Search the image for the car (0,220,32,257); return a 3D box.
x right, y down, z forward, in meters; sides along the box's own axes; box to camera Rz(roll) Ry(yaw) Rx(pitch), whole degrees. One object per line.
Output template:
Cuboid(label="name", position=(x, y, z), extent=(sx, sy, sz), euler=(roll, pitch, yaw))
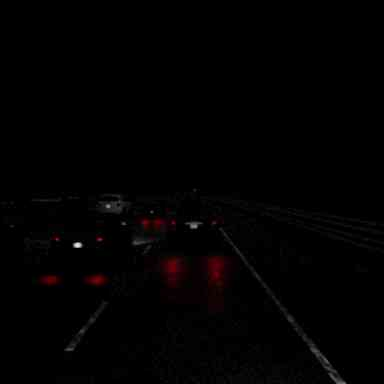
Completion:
Cuboid(label="car", position=(-6.929, 1.480, 10.459), extent=(1.882, 1.535, 5.008), euler=(0, 0, 0))

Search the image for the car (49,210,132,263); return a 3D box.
Cuboid(label="car", position=(-3.424, 1.567, 11.989), extent=(1.994, 1.385, 4.181), euler=(0, 0, 0))

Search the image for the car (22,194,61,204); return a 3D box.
Cuboid(label="car", position=(-17.629, 1.250, 39.988), extent=(2.150, 2.045, 5.566), euler=(0, 0, 0))

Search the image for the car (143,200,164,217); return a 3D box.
Cuboid(label="car", position=(-3.432, 1.504, 31.128), extent=(2.128, 1.511, 4.902), euler=(0, 0, 0))

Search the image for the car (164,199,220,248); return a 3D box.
Cuboid(label="car", position=(0.079, 1.355, 14.987), extent=(2.097, 1.767, 4.553), euler=(0, 0, 0))

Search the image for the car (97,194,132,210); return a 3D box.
Cuboid(label="car", position=(-6.930, 1.233, 30.202), extent=(2.150, 2.045, 5.566), euler=(0, 0, 0))

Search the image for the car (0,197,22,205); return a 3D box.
Cuboid(label="car", position=(-21.122, 1.382, 39.642), extent=(2.097, 1.767, 4.553), euler=(0, 0, 0))
